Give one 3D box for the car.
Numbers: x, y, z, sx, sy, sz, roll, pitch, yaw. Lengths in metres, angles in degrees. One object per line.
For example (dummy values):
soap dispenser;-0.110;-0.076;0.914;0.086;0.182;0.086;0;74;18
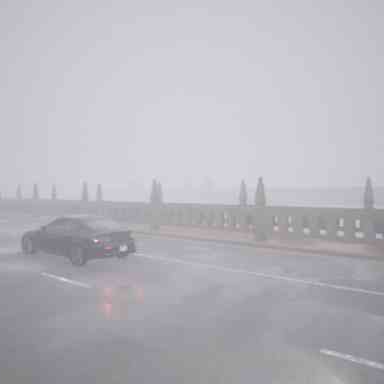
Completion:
car;-3.876;1.485;11.217;4.674;1.442;1.812;0;0;37
